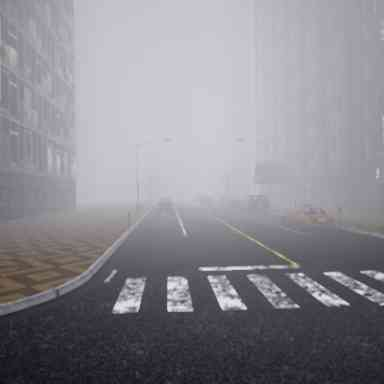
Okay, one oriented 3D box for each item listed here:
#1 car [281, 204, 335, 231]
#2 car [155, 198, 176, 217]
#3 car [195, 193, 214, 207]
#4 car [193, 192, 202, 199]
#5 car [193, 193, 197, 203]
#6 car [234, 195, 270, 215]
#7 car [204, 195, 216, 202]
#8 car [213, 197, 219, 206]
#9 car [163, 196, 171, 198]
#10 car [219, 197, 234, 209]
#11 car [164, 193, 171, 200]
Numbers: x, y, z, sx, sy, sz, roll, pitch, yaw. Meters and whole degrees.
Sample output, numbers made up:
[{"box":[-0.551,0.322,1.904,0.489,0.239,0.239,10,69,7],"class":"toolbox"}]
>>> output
[{"box":[6.671,1.416,19.710,1.752,1.417,4.829,0,0,-4],"class":"car"},{"box":[-2.487,1.530,31.001,1.947,1.339,4.313,0,0,-4],"class":"car"},{"box":[2.028,1.320,49.191,2.128,1.511,4.902,-1,0,-4],"class":"car"},{"box":[1.507,0.951,93.533,2.192,1.841,5.009,0,0,-4],"class":"car"},{"box":[1.291,1.318,59.613,1.812,1.442,4.674,-1,0,-4],"class":"car"},{"box":[5.868,1.168,31.631,2.192,1.841,5.009,0,0,-4],"class":"car"},{"box":[3.490,1.283,65.397,1.887,1.381,4.507,0,0,-4],"class":"car"},{"box":[4.680,1.379,48.514,1.802,1.307,4.206,0,0,-4],"class":"car"},{"box":[-2.884,1.496,36.630,2.008,1.369,4.403,0,0,-4],"class":"car"},{"box":[5.076,1.361,42.887,1.887,1.381,4.507,0,0,-4],"class":"car"},{"box":[-6.453,1.208,87.290,1.967,1.590,4.097,0,0,-4],"class":"car"}]
